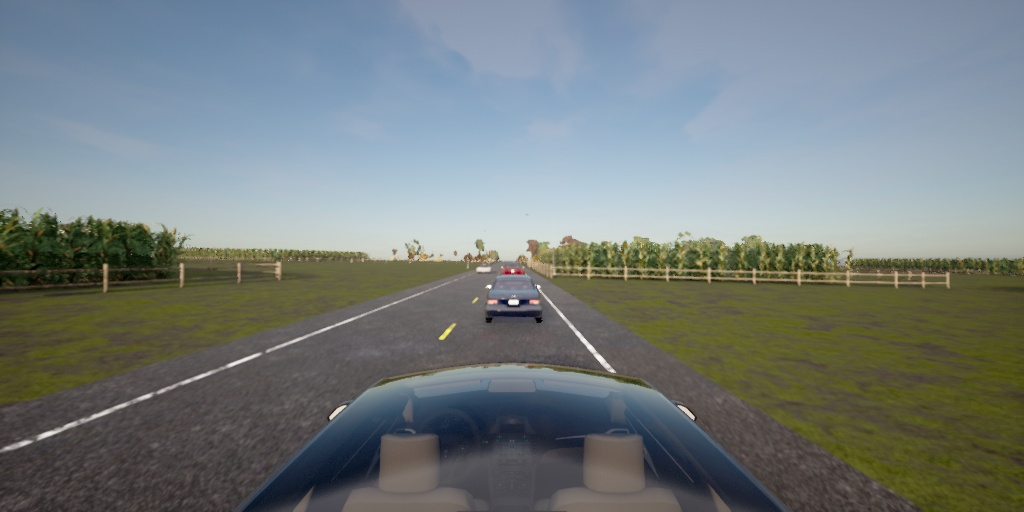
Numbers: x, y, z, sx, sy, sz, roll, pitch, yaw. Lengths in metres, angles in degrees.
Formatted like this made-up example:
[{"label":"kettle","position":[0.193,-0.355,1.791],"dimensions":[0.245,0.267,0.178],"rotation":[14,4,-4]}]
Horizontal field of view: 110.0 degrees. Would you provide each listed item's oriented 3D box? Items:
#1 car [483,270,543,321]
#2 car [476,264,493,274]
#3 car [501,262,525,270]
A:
[{"label":"car","position":[0.061,1.384,12.758],"dimensions":[2.033,1.411,5.357],"rotation":[0,0,0]},{"label":"car","position":[-3.601,1.703,47.297],"dimensions":[1.895,1.301,4.718],"rotation":[0,0,0]},{"label":"car","position":[0.078,1.342,32.570],"dimensions":[2.097,1.767,4.553],"rotation":[0,0,0]}]
